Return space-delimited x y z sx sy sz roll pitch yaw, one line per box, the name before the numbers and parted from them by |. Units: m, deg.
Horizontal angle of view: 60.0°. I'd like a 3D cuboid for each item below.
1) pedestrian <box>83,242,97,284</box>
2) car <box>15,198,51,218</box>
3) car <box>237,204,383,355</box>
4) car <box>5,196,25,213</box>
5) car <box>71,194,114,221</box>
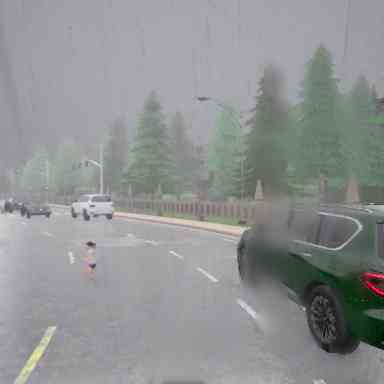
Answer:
pedestrian | -2.426 1.674 8.130 0.500 1.100 0.500 0 0 -16
car | -14.156 1.547 29.962 2.033 1.411 5.357 0 0 -36
car | 2.612 1.222 6.356 2.150 2.045 5.566 0 0 -10
car | -19.838 1.352 37.803 2.097 1.767 4.553 0 0 -36
car | -8.373 1.222 27.772 2.150 2.045 5.566 0 0 -35
